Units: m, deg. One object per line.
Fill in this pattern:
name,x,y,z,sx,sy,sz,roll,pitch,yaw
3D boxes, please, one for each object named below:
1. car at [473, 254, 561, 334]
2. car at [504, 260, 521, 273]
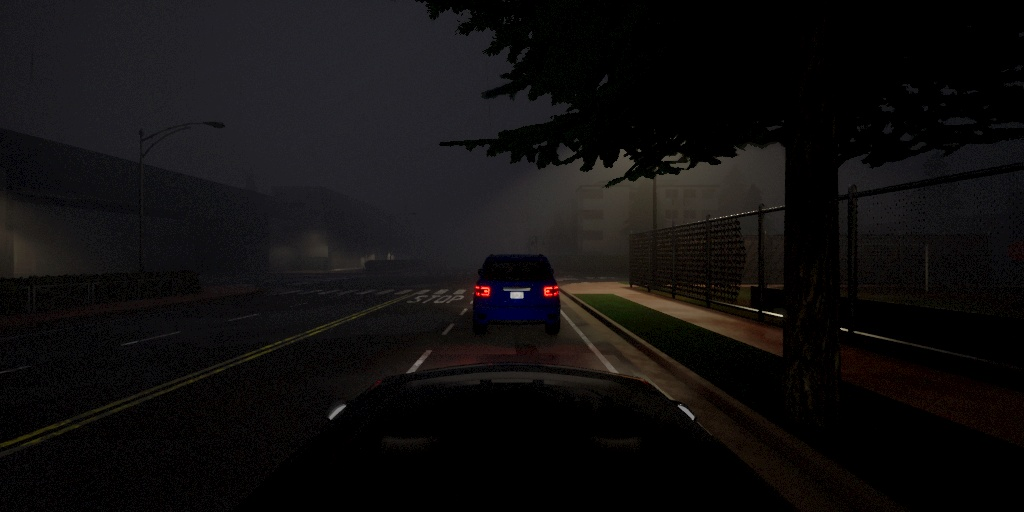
car,0.117,0.972,10.707,2.150,2.045,5.566,0,0,0
car,0.032,1.242,45.583,2.128,1.511,4.902,0,0,0
